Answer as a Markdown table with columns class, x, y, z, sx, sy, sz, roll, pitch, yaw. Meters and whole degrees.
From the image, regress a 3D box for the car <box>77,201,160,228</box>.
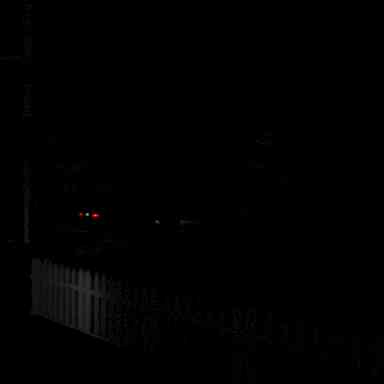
| class | x | y | z | sx | sy | sz | roll | pitch | yaw |
| --- | --- | --- | --- | --- | --- | --- | --- | --- | --- |
| car | -4.088 | 1.270 | 19.625 | 2.033 | 1.411 | 5.357 | 2 | 0 | 35 |

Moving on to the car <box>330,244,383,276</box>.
| class | x | y | z | sx | sy | sz | roll | pitch | yaw |
| --- | --- | --- | --- | --- | --- | --- | --- | --- | --- |
| car | 5.908 | 1.311 | 8.902 | 3.866 | 1.878 | 1.905 | 1 | 0 | 35 |
